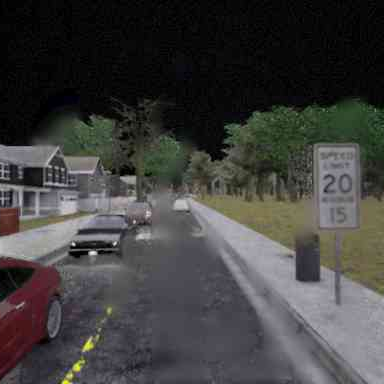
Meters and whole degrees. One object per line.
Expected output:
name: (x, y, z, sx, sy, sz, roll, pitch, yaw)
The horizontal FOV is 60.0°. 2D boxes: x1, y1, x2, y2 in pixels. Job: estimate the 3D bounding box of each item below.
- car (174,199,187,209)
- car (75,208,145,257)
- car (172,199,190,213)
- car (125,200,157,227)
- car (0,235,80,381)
car: (-1.696, 1.745, 48.974, 1.895, 1.301, 4.718, 0, 0, -2)
car: (-3.311, 1.615, 13.486, 2.033, 1.411, 5.357, 0, 0, -2)
car: (-1.300, 1.644, 38.489, 1.812, 1.442, 4.674, 0, 0, -2)
car: (-3.694, 1.451, 23.763, 2.097, 1.767, 4.553, 0, 0, -2)
car: (-2.952, 1.562, 3.774, 1.812, 1.442, 4.674, 0, 0, -2)
